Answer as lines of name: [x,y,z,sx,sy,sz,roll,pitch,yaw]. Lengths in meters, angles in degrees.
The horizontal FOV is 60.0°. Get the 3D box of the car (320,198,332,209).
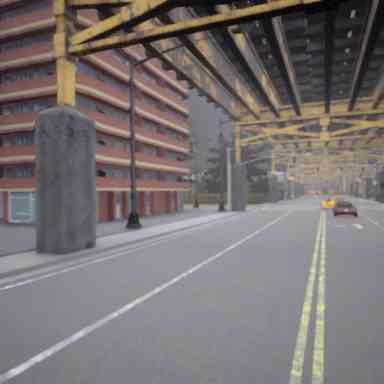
car: [17.745,1.454,41.606,1.882,1.535,5.008,-1,0,2]

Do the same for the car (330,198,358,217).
car: [14.279,1.562,31.165,1.994,1.385,4.181,-1,0,21]
